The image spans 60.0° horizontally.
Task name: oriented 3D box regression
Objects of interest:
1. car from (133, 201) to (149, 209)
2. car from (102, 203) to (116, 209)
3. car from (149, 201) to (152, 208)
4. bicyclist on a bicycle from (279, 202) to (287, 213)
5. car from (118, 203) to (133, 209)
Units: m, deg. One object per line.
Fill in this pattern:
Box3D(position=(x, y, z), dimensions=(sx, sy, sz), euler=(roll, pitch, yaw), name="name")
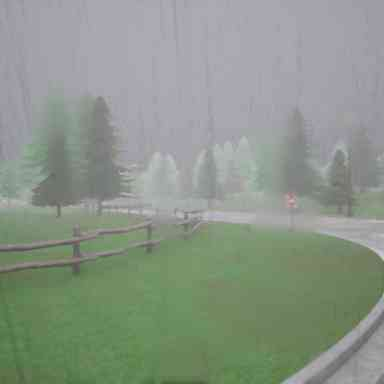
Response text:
Box3D(position=(-11.867, 2.928, 72.665), dimensions=(2.128, 1.511, 4.902), euler=(1, -1, -32), name="car")
Box3D(position=(-17.870, 2.939, 69.070), dimensions=(1.895, 1.301, 4.718), euler=(1, -1, -32), name="car")
Box3D(position=(-11.140, 2.861, 78.148), dimensions=(2.097, 1.767, 4.553), euler=(1, -1, -32), name="car")
Box3D(position=(12.865, 2.180, 47.046), dimensions=(1.656, 1.620, 0.582), euler=(0, -1, -32), name="bicyclist on a bicycle")
Box3D(position=(-14.869, 2.968, 70.863), dimensions=(1.895, 1.301, 4.718), euler=(1, -1, -32), name="car")
